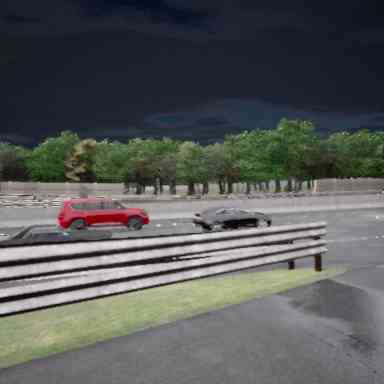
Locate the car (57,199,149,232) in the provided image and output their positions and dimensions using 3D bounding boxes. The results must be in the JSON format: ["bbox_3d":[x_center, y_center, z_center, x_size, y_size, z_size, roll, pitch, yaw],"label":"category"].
[{"bbox_3d":[-5.524,1.435,20.868,5.566,2.045,2.150,-2,1,-18],"label":"car"}]

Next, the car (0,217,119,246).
[{"bbox_3d":[-5.576,1.955,13.492,4.718,1.301,1.895,-1,1,-18],"label":"car"}]

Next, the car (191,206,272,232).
[{"bbox_3d":[2.393,1.583,19.798,4.902,1.511,2.128,-2,1,-18],"label":"car"}]
